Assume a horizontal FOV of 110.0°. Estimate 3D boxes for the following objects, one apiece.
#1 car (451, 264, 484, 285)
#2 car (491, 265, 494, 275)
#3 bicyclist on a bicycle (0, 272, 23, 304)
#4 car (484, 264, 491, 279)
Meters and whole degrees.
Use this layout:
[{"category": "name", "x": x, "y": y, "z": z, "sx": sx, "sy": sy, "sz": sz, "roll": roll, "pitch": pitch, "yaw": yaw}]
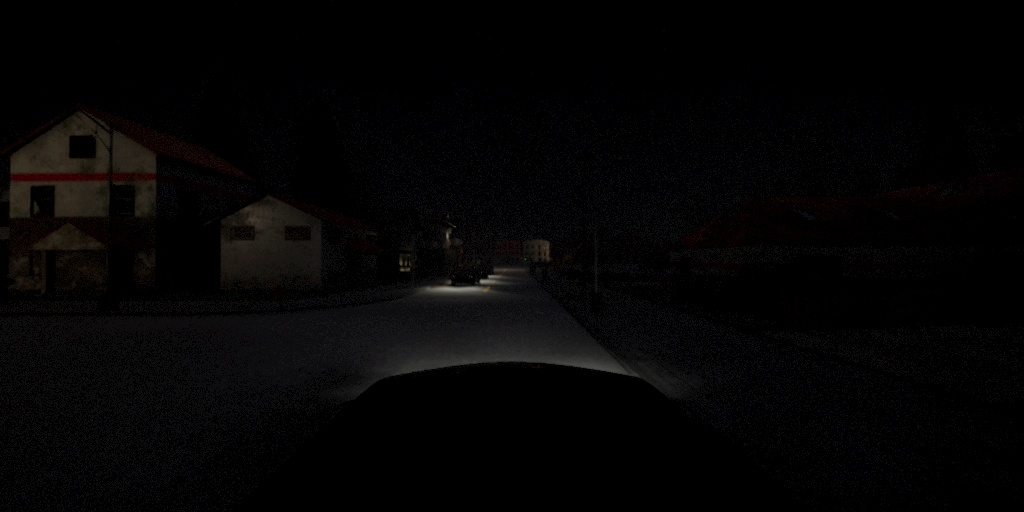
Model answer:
[{"category": "car", "x": -3.825, "y": 1.599, "z": 30.188, "sx": 1.882, "sy": 1.535, "sz": 5.008, "roll": 0, "pitch": -1, "yaw": 2}, {"category": "car", "x": -3.590, "y": 1.852, "z": 50.338, "sx": 1.882, "sy": 1.535, "sz": 5.008, "roll": 0, "pitch": -1, "yaw": 1}, {"category": "bicyclist on a bicycle", "x": -22.393, "y": 1.352, "z": 15.585, "sx": 0.582, "sy": 1.620, "sz": 1.656, "roll": 0, "pitch": 0, "yaw": 1}, {"category": "car", "x": -3.711, "y": 1.720, "z": 39.841, "sx": 1.882, "sy": 1.535, "sz": 5.008, "roll": 0, "pitch": -1, "yaw": 1}]
